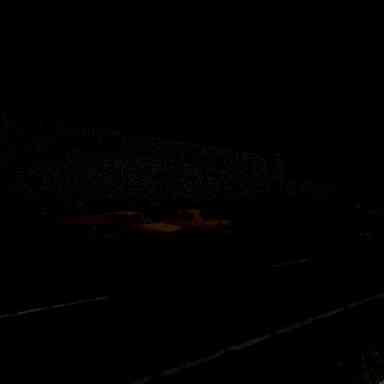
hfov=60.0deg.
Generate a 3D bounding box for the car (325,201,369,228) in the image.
[{"bbox_3d":[9.536,1.483,23.292,4.553,1.767,2.185,-1,-1,35],"label":"car"}]

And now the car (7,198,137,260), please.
[{"bbox_3d":[-5.126,1.252,12.857,5.566,2.045,2.435,-1,-1,35],"label":"car"}]

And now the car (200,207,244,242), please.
[{"bbox_3d":[-0.419,1.528,16.449,5.366,1.575,1.946,-1,-1,35],"label":"car"}]

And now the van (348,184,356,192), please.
[{"bbox_3d":[40.334,-0.837,81.353,1.878,1.987,4.442,8,3,35],"label":"van"}]

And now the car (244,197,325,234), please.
[{"bbox_3d":[4.595,1.312,19.842,5.566,2.045,2.435,-1,-1,35],"label":"car"}]

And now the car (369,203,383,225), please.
[{"bbox_3d":[11.931,1.511,25.075,4.553,1.767,2.185,-1,-1,34],"label":"car"}]

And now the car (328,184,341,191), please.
[{"bbox_3d":[37.034,-1.155,86.557,1.946,1.575,5.366,7,3,35],"label":"car"}]

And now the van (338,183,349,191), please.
[{"bbox_3d":[38.608,-1.110,83.826,1.878,1.987,4.442,8,3,35],"label":"van"}]

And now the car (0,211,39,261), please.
[{"bbox_3d":[-7.570,1.522,11.110,4.792,1.488,2.163,-1,-1,35],"label":"car"}]

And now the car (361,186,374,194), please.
[{"bbox_3d":[42.090,-0.338,78.987,2.231,1.521,4.892,7,3,35],"label":"car"}]

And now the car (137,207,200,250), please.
[{"bbox_3d":[-2.552,1.509,14.503,5.366,1.575,1.946,-1,-1,35],"label":"car"}]
